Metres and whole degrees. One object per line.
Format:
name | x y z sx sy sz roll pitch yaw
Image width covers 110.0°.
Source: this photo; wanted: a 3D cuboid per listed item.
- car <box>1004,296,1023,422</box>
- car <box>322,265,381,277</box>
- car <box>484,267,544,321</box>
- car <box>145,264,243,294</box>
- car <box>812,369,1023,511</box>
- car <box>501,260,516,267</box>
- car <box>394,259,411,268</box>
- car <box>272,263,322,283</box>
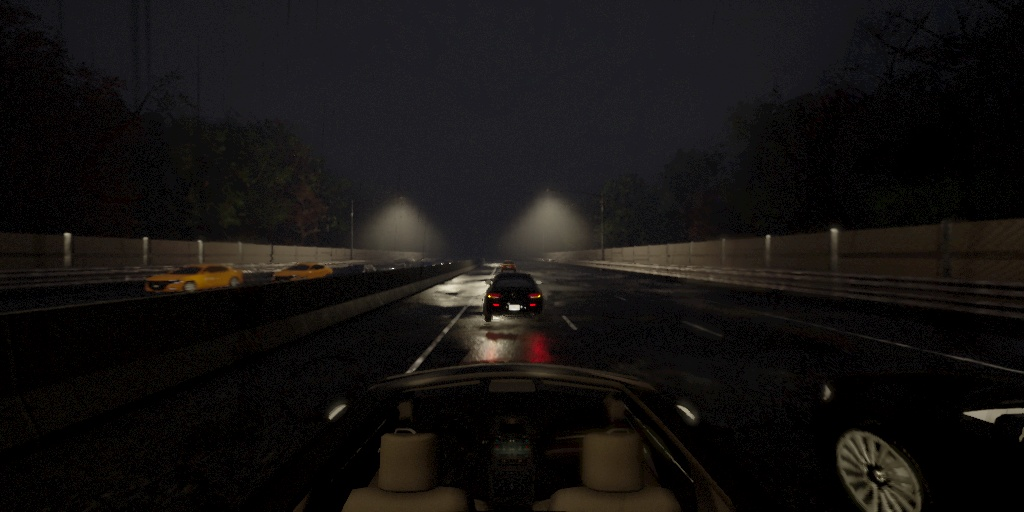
car | 7.092 1.253 2.054 1.837 1.490 4.892 0 0 0
car | -10.768 1.306 25.117 2.033 1.411 5.357 0 0 -1
car | 0.055 1.280 12.348 1.812 1.442 4.674 0 0 0
car | -17.714 1.236 20.308 1.882 1.535 5.008 0 0 -1
car | 3.592 1.241 1.185 2.128 1.511 4.902 0 0 0
car | -0.445 1.222 44.609 1.801 1.575 5.366 0 0 -1
car | -18.552 1.244 60.848 1.882 1.535 5.008 0 0 -1
car | -14.266 1.236 24.704 1.882 1.535 5.008 0 0 -1
